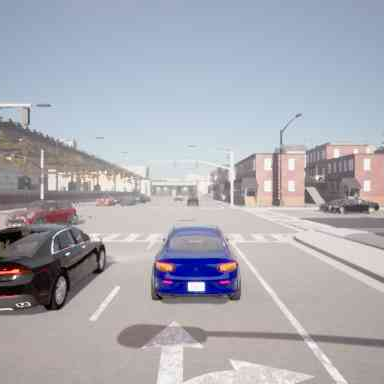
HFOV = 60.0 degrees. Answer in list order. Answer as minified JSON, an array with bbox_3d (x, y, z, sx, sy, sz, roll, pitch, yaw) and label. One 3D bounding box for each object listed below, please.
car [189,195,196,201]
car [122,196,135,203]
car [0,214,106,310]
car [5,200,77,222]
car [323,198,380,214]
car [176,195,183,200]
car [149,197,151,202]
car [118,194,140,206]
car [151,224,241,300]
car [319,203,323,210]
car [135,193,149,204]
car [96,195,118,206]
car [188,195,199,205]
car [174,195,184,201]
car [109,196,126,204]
[{"bbox_3d":[0.159,1.475,84.449,1.882,1.535,5.008,0,0,0],"label":"car"},{"bbox_3d":[-13.863,1.522,72.900,1.812,1.442,4.674,0,0,0],"label":"car"},{"bbox_3d":[-3.414,1.505,7.788,1.837,1.490,4.892,0,0,0],"label":"car"},{"bbox_3d":[-9.401,1.351,21.116,2.097,1.767,4.553,0,0,19],"label":"car"},{"bbox_3d":[16.787,1.490,34.543,4.902,1.511,2.128,0,0,0],"label":"car"},{"bbox_3d":[-3.327,1.521,92.156,1.812,1.442,4.674,0,0,0],"label":"car"},{"bbox_3d":[-10.359,1.550,75.073,1.994,1.385,4.181,0,0,0],"label":"car"},{"bbox_3d":[-10.471,1.546,55.344,2.033,1.411,5.357,0,0,0],"label":"car"},{"bbox_3d":[0.093,1.525,8.245,1.812,1.442,4.674,0,0,0],"label":"car"},{"bbox_3d":[17.092,1.504,38.050,4.892,1.490,1.837,0,0,0],"label":"car"},{"bbox_3d":[-10.408,1.219,65.206,2.150,2.045,5.566,0,0,0],"label":"car"},{"bbox_3d":[-13.977,1.350,53.636,2.097,1.767,4.553,0,0,0],"label":"car"},{"bbox_3d":[0.194,1.503,57.123,1.837,1.490,4.892,0,0,0],"label":"car"},{"bbox_3d":[-3.346,1.592,82.110,1.895,1.301,4.718,0,0,0],"label":"car"},{"bbox_3d":[-13.931,1.489,62.686,2.128,1.511,4.902,0,0,1],"label":"car"}]
